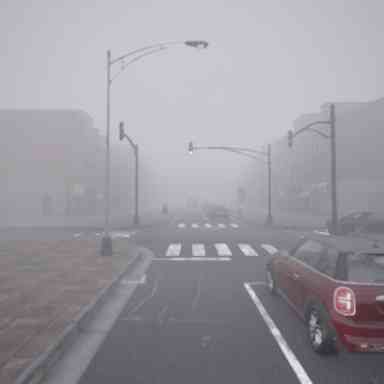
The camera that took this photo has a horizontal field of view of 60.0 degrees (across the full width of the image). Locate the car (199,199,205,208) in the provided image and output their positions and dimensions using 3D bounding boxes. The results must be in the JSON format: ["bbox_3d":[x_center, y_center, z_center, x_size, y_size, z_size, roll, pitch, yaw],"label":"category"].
[{"bbox_3d":[2.654,2.287,54.635,1.947,1.339,4.313,1,-1,0],"label":"car"}]

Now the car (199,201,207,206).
[{"bbox_3d":[2.652,2.809,81.820,1.802,1.307,4.206,1,-1,0],"label":"car"}]

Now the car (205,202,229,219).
[{"bbox_3d":[2.656,1.945,32.889,1.947,1.339,4.313,1,-1,0],"label":"car"}]

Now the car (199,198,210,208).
[{"bbox_3d":[2.658,2.330,70.951,2.192,1.841,5.009,1,-1,0],"label":"car"}]

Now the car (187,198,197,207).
[{"bbox_3d":[0.000,2.296,73.848,2.150,2.045,5.566,0,-1,0],"label":"car"}]

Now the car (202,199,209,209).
[{"bbox_3d":[2.656,2.069,43.931,1.752,1.417,4.829,1,-1,0],"label":"car"}]

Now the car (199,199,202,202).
[{"bbox_3d":[2.655,2.345,60.242,1.752,1.417,4.829,1,-1,0],"label":"car"}]

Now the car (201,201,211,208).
[{"bbox_3d":[2.654,2.443,65.679,1.752,1.417,4.829,1,-1,0],"label":"car"}]

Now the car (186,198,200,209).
[{"bbox_3d":[0.014,2.098,63.440,2.150,2.045,5.566,0,-1,0],"label":"car"}]

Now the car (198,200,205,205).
[{"bbox_3d":[2.652,2.997,92.694,1.887,1.381,4.507,1,-1,0],"label":"car"}]

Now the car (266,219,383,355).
[{"bbox_3d":[2.663,1.504,6.144,1.967,1.590,4.097,2,-1,0],"label":"car"}]

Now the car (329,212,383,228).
[{"bbox_3d":[9.869,1.712,17.840,4.718,1.301,1.895,0,-2,-2],"label":"car"}]

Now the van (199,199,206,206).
[{"bbox_3d":[2.656,2.680,87.262,1.690,1.788,3.998,1,-1,0],"label":"van"}]

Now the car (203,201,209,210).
[{"bbox_3d":[2.655,2.024,38.325,1.947,1.339,4.313,1,-1,0],"label":"car"}]
